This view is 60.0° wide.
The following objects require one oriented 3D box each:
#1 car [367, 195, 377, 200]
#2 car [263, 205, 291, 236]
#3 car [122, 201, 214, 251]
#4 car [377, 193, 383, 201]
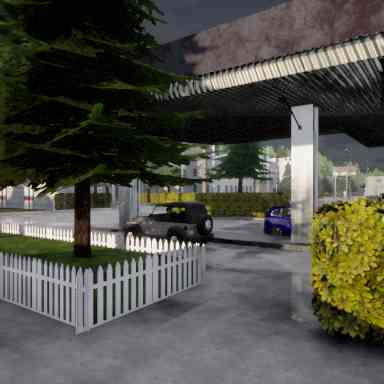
[{"bbox_3d":[33.036,1.298,60.262,2.007,1.523,4.514,0,0,35],"label":"car"},{"bbox_3d":[5.820,1.480,15.985,4.611,1.667,2.242,0,0,35],"label":"car"},{"bbox_3d":[-0.981,1.313,13.836,3.866,1.878,1.905,0,0,35],"label":"car"},{"bbox_3d":[25.773,1.077,43.521,1.905,1.878,3.866,0,0,35],"label":"car"}]
